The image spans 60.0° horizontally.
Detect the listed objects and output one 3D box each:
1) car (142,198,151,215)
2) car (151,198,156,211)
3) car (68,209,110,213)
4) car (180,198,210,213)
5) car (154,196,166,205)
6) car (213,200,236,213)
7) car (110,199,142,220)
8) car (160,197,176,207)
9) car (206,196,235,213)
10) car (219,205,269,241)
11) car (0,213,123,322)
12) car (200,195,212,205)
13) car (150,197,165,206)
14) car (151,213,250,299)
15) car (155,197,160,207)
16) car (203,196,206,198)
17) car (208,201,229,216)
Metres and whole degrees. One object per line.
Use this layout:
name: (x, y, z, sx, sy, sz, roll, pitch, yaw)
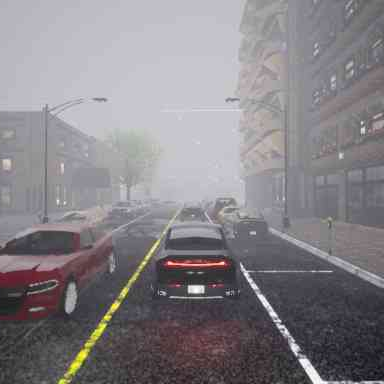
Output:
car: (-5.710, 1.455, 33.651, 1.967, 1.590, 4.097, 1, 0, 0)
car: (-5.723, 1.601, 39.337, 1.802, 1.307, 4.206, 1, 0, 0)
car: (-5.676, 1.532, 16.421, 1.752, 1.417, 4.829, 1, 0, 0)
car: (0.046, 1.502, 26.359, 2.128, 1.511, 4.902, 0, 0, 0)
car: (-5.938, 1.563, 61.914, 1.752, 1.417, 4.829, 1, 0, 0)
car: (2.658, 1.534, 22.522, 1.752, 1.417, 4.829, 1, 0, 0)
car: (-5.698, 1.452, 27.963, 1.967, 1.590, 4.097, 1, 0, 0)
car: (-3.096, 1.236, 48.126, 1.895, 1.301, 4.718, 0, 0, 0)
car: (2.651, 1.327, 28.040, 2.192, 1.841, 5.009, 1, 0, 0)
car: (2.670, 1.557, 16.666, 2.008, 1.369, 4.403, 1, 0, 0)
car: (-3.114, 1.480, 7.619, 1.882, 1.535, 5.008, 0, 0, 0)
car: (2.627, 1.478, 62.156, 1.967, 1.590, 4.097, 1, 0, 0)
car: (-5.757, 1.583, 56.398, 2.008, 1.369, 4.403, 1, 0, 0)
car: (0.081, 1.508, 8.421, 1.837, 1.490, 4.892, 0, 0, 0)
car: (-5.746, 1.594, 50.710, 1.947, 1.339, 4.313, 1, 0, 0)
car: (2.612, 1.589, 45.099, 1.947, 1.339, 4.313, 1, 0, 0)
car: (2.635, 1.597, 33.726, 1.802, 1.307, 4.206, 1, 0, 0)
